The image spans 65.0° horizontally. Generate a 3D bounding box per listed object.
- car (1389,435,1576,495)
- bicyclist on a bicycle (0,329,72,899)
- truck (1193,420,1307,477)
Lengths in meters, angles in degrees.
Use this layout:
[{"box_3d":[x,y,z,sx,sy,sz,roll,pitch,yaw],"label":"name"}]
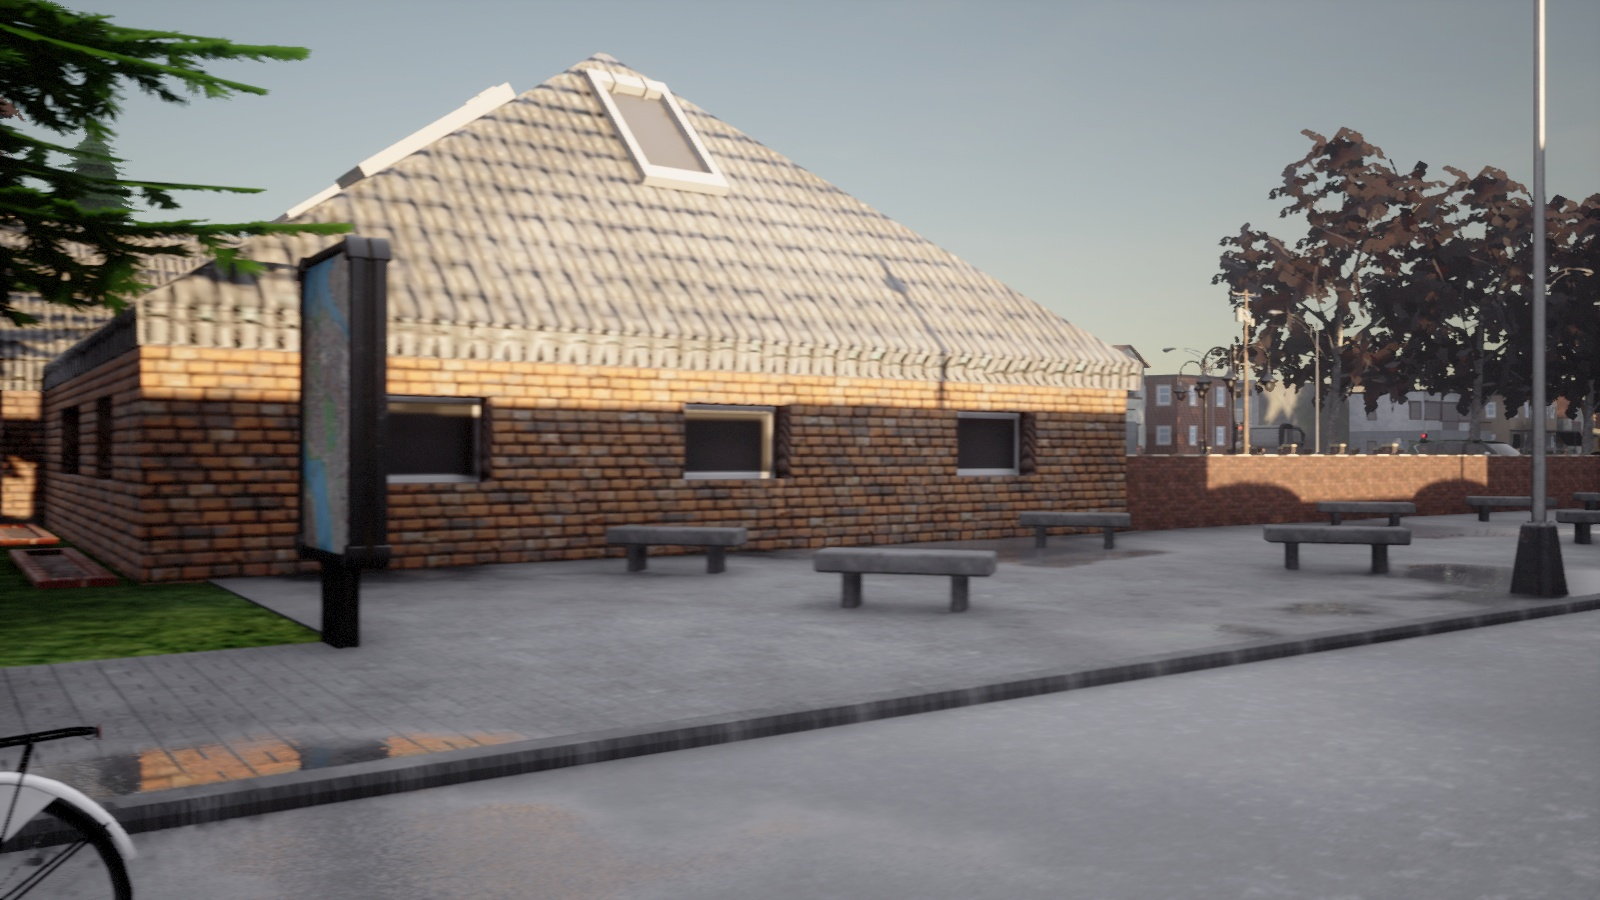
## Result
[{"box_3d":[24.488,0.524,45.285,2.150,2.045,5.566,0,0,-35],"label":"car"},{"box_3d":[-2.545,0.627,2.496,1.843,1.776,0.659,0,0,-35],"label":"bicyclist on a bicycle"},{"box_3d":[28.513,-0.103,79.403,7.936,3.462,2.891,0,0,-37],"label":"truck"}]
